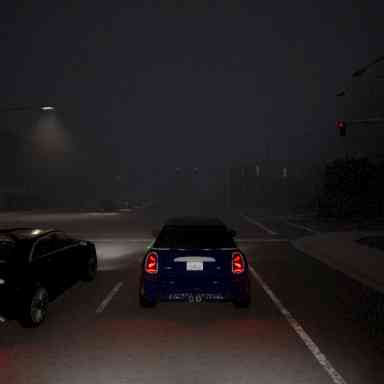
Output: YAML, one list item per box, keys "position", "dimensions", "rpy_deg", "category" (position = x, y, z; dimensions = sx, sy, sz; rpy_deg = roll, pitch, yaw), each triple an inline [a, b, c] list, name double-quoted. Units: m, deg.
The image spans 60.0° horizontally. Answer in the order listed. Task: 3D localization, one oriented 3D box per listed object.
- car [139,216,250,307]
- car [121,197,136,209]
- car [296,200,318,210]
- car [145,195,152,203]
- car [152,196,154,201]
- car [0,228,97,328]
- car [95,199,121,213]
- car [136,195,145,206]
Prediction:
- position: [0.058, 1.364, 8.133]
  dimensions: [2.097, 1.767, 4.553]
  rpy_deg: [0, 0, 0]
  category: "car"
- position: [-10.692, 1.742, 52.867]
  dimensions: [2.097, 1.767, 4.553]
  rpy_deg: [0, 0, 0]
  category: "car"
- position: [17.478, 1.985, 50.429]
  dimensions: [1.812, 1.442, 4.674]
  rpy_deg: [-1, -1, 45]
  category: "car"
- position: [-10.636, 1.556, 72.761]
  dimensions: [2.097, 1.767, 4.553]
  rpy_deg: [0, 1, 0]
  category: "car"
- position: [-10.655, 1.637, 82.894]
  dimensions: [2.128, 1.511, 4.902]
  rpy_deg: [0, 0, 0]
  category: "car"
- position: [-3.447, 1.503, 6.993]
  dimensions: [2.128, 1.511, 4.902]
  rpy_deg: [0, 0, 0]
  category: "car"
- position: [-10.671, 1.842, 41.721]
  dimensions: [1.812, 1.442, 4.674]
  rpy_deg: [0, -1, 0]
  category: "car"
- position: [-10.674, 1.821, 62.708]
  dimensions: [1.882, 1.535, 5.008]
  rpy_deg: [0, 1, 0]
  category: "car"
